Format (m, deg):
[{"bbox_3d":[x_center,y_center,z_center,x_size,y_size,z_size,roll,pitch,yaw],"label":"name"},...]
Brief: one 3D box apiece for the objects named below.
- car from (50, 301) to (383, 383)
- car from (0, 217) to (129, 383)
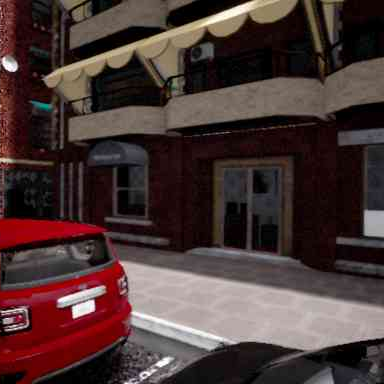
[{"bbox_3d":[1.430,1.566,1.690,4.313,1.339,1.947,0,1,35],"label":"car"},{"bbox_3d":[-3.091,1.313,4.907,5.009,1.841,2.192,0,1,35],"label":"car"}]
